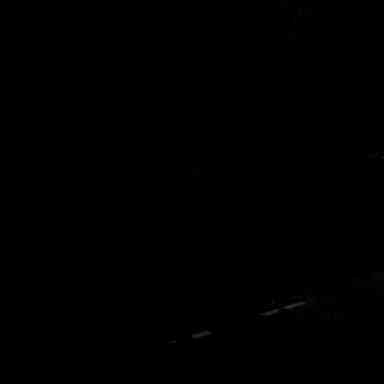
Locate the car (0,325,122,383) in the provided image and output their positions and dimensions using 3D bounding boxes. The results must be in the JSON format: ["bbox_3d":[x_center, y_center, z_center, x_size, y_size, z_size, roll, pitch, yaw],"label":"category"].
[{"bbox_3d":[-2.384,1.570,1.644,4.181,1.385,1.994,0,0,-35],"label":"car"}]
